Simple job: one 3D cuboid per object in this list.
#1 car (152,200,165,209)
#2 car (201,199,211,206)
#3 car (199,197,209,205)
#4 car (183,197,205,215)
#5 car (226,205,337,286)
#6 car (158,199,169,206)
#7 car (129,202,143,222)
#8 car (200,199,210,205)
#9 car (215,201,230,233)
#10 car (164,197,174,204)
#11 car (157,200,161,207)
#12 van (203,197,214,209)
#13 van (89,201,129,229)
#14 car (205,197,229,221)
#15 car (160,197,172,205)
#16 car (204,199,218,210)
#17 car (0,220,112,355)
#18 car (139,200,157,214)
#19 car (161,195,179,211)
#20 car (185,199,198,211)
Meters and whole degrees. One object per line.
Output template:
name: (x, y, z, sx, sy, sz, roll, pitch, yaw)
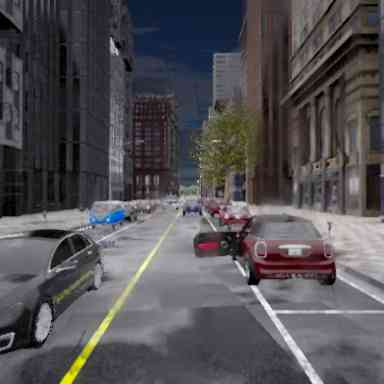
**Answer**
car: (-5.699, 2.066, 56.381, 1.802, 1.307, 4.206, 0, -1, 0)
car: (2.819, 2.178, 67.653, 1.802, 1.307, 4.206, 0, -1, 0)
car: (2.812, 2.039, 78.933, 2.192, 1.841, 5.009, 0, -1, 0)
car: (0.052, 1.656, 37.448, 2.097, 1.767, 4.553, 0, -1, 0)
car: (2.384, 1.422, 9.813, 2.097, 1.767, 4.553, 0, 0, 0)
car: (-5.706, 2.120, 67.488, 1.752, 1.417, 4.829, 0, -1, 0)
car: (-5.682, 1.784, 28.187, 1.947, 1.339, 4.313, 0, 0, 0)
car: (2.816, 2.225, 73.290, 1.947, 1.339, 4.313, 0, -1, 0)
car: (2.847, 1.610, 22.539, 1.967, 1.590, 4.097, 0, 0, 0)
car: (-5.716, 2.104, 84.576, 2.192, 1.841, 5.009, 0, -1, 0)
car: (-5.692, 1.921, 45.104, 1.887, 1.381, 4.507, 0, -1, 0)
van: (2.827, 1.825, 56.376, 1.690, 1.788, 3.998, 0, -1, 0)
van: (-5.678, 1.511, 22.550, 1.690, 1.788, 3.998, 0, 0, 0)
car: (2.840, 1.585, 33.820, 2.192, 1.841, 5.009, 0, -1, 0)
car: (-5.710, 1.974, 73.298, 2.192, 1.841, 5.009, 0, -1, 0)
car: (2.830, 1.870, 50.736, 1.967, 1.590, 4.097, 0, -1, 0)
car: (-3.104, 1.551, 6.411, 1.837, 1.490, 4.892, 0, 0, 0)
car: (-5.689, 1.763, 39.466, 1.967, 1.590, 4.097, 0, -1, 0)
car: (-3.027, 1.438, 48.268, 2.150, 2.045, 5.566, 0, -1, 0)
car: (-0.012, 1.896, 49.520, 1.882, 1.535, 5.008, 0, -1, 0)
